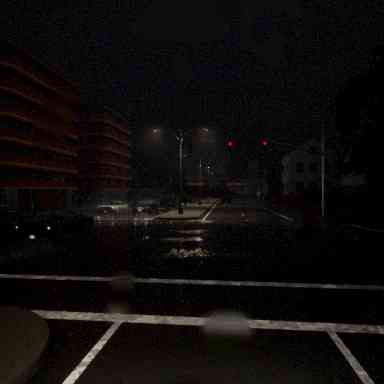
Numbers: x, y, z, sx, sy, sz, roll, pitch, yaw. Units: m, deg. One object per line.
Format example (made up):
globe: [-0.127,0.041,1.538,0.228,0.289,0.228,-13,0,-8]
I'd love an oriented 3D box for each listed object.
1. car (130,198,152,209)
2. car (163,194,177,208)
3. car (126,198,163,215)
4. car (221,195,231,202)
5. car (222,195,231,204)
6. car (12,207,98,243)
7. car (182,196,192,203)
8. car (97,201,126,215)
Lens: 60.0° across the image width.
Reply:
car: [-6.992,1.563,45.990,1.994,1.385,4.181,0,0,7]
car: [-3.353,1.502,47.231,1.837,1.490,4.892,0,1,6]
car: [-4.713,1.492,34.080,2.128,1.511,4.902,0,0,6]
car: [7.730,1.523,75.654,2.128,1.511,4.902,0,0,6]
car: [6.787,1.504,65.612,1.837,1.490,4.892,0,0,6]
car: [-6.552,1.601,16.279,1.895,1.301,4.718,0,0,6]
car: [-1.051,1.547,68.629,2.033,1.411,5.357,0,0,6]
car: [-8.184,1.601,34.542,1.895,1.301,4.718,0,0,6]
